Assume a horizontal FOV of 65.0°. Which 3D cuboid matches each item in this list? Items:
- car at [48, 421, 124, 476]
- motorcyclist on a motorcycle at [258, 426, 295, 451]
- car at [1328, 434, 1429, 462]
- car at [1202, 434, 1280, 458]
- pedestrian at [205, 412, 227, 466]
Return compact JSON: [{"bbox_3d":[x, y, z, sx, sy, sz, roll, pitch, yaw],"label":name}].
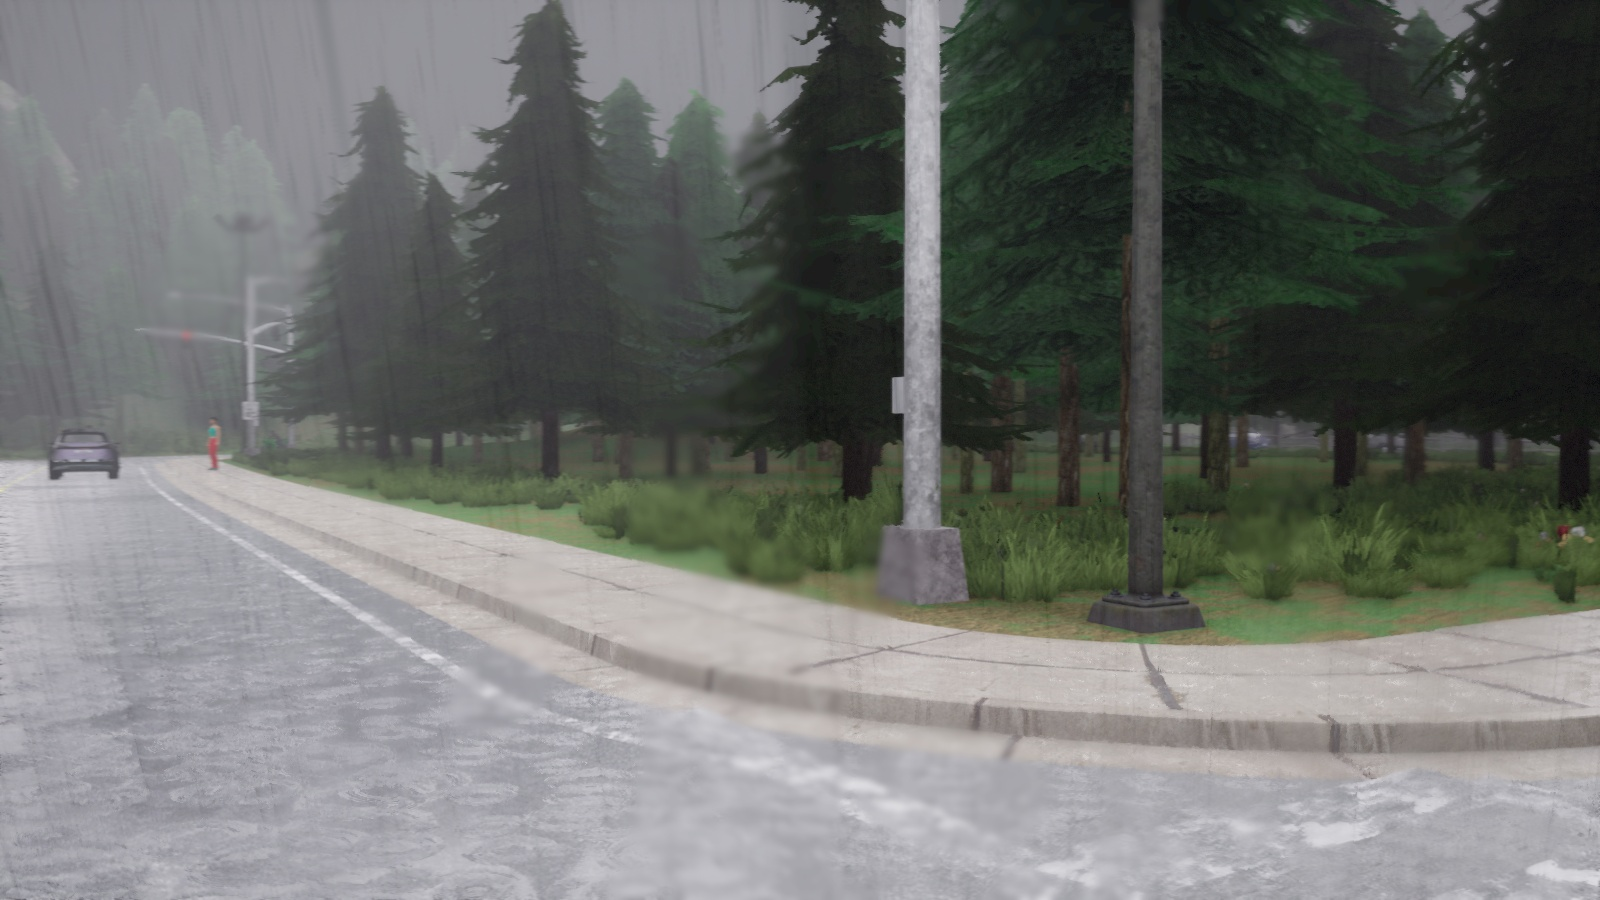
[{"bbox_3d":[-23.000,-0.097,40.566,2.033,1.649,4.856,0,1,-29],"label":"car"},{"bbox_3d":[-32.685,-0.737,78.432,0.797,1.523,2.044,2,1,31],"label":"motorcyclist on a motorcycle"},{"bbox_3d":[32.875,-0.152,71.465,2.128,1.511,4.902,0,1,-28],"label":"car"},{"bbox_3d":[28.133,-0.262,80.219,1.812,1.442,4.674,0,1,-29],"label":"car"},{"bbox_3d":[-20.073,-0.385,43.187,0.345,1.836,0.594,1,1,37],"label":"pedestrian"}]
